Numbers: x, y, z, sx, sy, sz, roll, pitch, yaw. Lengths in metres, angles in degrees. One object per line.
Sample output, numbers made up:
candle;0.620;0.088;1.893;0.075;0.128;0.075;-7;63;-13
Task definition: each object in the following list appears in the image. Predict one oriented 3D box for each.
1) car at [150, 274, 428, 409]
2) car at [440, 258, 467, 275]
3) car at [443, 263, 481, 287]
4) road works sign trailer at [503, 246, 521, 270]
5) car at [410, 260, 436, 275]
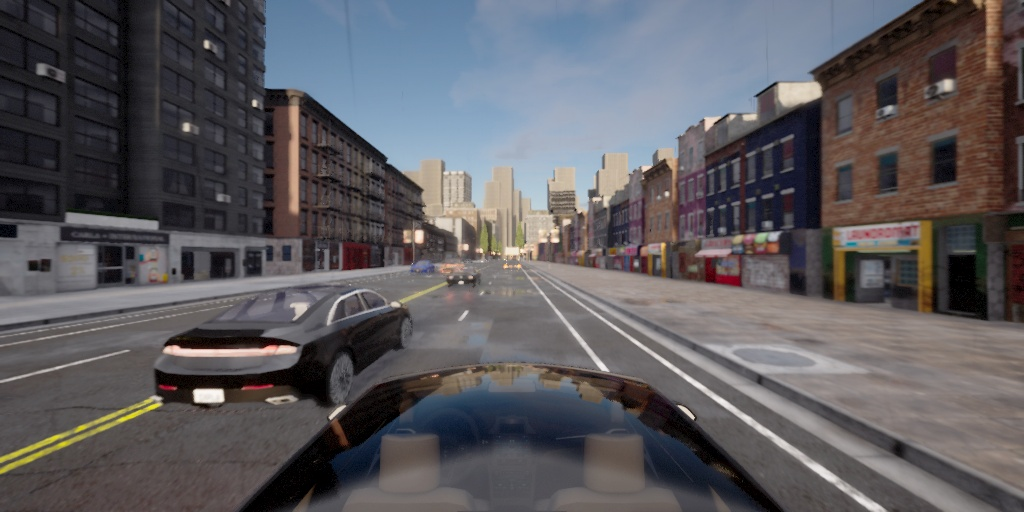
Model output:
car;-3.150;1.243;6.156;2.128;1.511;4.902;0;0;0
car;-6.571;1.139;39.579;2.097;1.767;4.553;0;0;0
car;-3.145;1.366;24.364;1.895;1.301;4.718;0;0;0
road works sign trailer;0.019;0.293;55.219;2.380;3.560;2.880;0;0;0
car;-9.822;1.266;39.805;1.882;1.535;5.008;0;0;0
